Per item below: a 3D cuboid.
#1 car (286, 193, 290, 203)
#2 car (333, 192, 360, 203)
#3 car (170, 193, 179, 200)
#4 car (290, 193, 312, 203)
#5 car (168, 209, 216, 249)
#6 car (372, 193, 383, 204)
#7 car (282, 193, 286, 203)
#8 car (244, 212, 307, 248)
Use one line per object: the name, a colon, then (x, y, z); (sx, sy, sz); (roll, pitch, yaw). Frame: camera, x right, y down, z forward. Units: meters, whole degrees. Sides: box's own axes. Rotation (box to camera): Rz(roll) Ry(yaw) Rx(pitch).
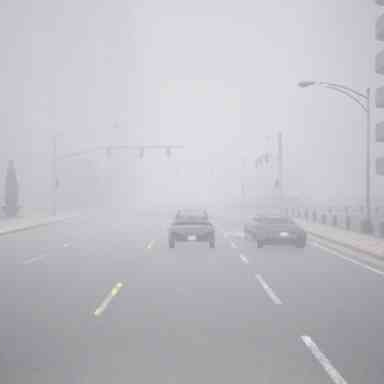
car: (24.267, 1.418, 76.107); (3.905, 1.438, 1.784); (0, 0, 0)
car: (39.232, 1.208, 84.424); (4.605, 1.855, 1.932); (0, 0, 0)
car: (-4.738, 1.208, 91.165); (2.150, 2.045, 5.566); (0, 0, -1)
car: (24.282, 1.450, 73.212); (3.806, 1.475, 1.970); (0, 0, 0)
car: (0.000, 1.494, 14.650); (2.128, 1.511, 4.902); (0, 0, 0)
car: (39.415, 1.450, 67.527); (3.806, 1.475, 1.970); (0, 0, 0)
car: (24.202, 1.208, 78.790); (4.605, 1.855, 1.932); (0, 0, 0)
car: (3.500, 1.571, 14.650); (1.994, 1.385, 4.181); (0, 0, 0)
